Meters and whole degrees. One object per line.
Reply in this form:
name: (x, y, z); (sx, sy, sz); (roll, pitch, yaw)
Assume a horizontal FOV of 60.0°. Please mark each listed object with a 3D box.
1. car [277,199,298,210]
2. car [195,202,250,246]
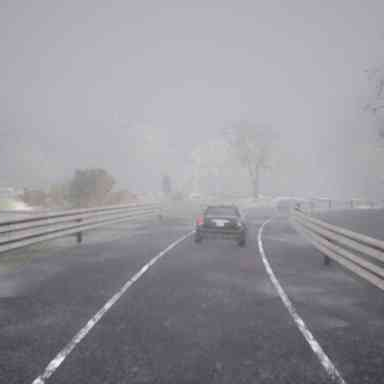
car: (12.762, 1.687, 44.114); (2.128, 1.511, 4.902); (2, 0, 32)
car: (1.546, 1.308, 15.441); (2.097, 1.767, 4.553); (2, 0, 11)
